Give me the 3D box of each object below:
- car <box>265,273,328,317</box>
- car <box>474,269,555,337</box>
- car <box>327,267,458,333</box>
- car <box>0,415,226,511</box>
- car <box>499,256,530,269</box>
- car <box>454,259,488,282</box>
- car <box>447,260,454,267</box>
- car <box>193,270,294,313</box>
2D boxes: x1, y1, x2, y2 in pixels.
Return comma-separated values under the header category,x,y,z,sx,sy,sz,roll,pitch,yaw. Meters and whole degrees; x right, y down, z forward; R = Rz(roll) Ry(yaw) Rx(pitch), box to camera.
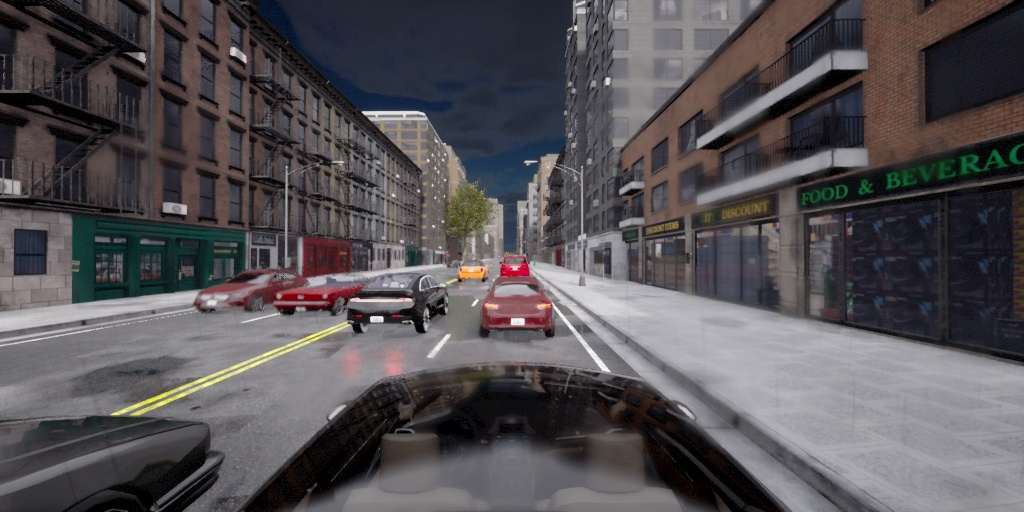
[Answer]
category,x,y,z,sx,sy,sz,roll,pitch,yaw
car,-6.555,1.354,13.349,1.895,1.301,4.718,0,0,0
car,0.132,1.278,10.159,1.812,1.442,4.674,0,0,0
car,-3.110,1.244,10.662,2.128,1.511,4.902,0,0,0
car,-3.161,1.297,0.253,2.033,1.411,5.357,0,0,1
car,0.206,0.984,27.257,2.150,2.045,5.566,0,0,0
car,-3.041,1.116,28.950,2.097,1.767,4.553,0,0,0
car,-9.519,1.359,59.274,1.837,1.490,4.892,0,0,0
car,-9.803,1.279,14.054,1.812,1.442,4.674,0,0,0
